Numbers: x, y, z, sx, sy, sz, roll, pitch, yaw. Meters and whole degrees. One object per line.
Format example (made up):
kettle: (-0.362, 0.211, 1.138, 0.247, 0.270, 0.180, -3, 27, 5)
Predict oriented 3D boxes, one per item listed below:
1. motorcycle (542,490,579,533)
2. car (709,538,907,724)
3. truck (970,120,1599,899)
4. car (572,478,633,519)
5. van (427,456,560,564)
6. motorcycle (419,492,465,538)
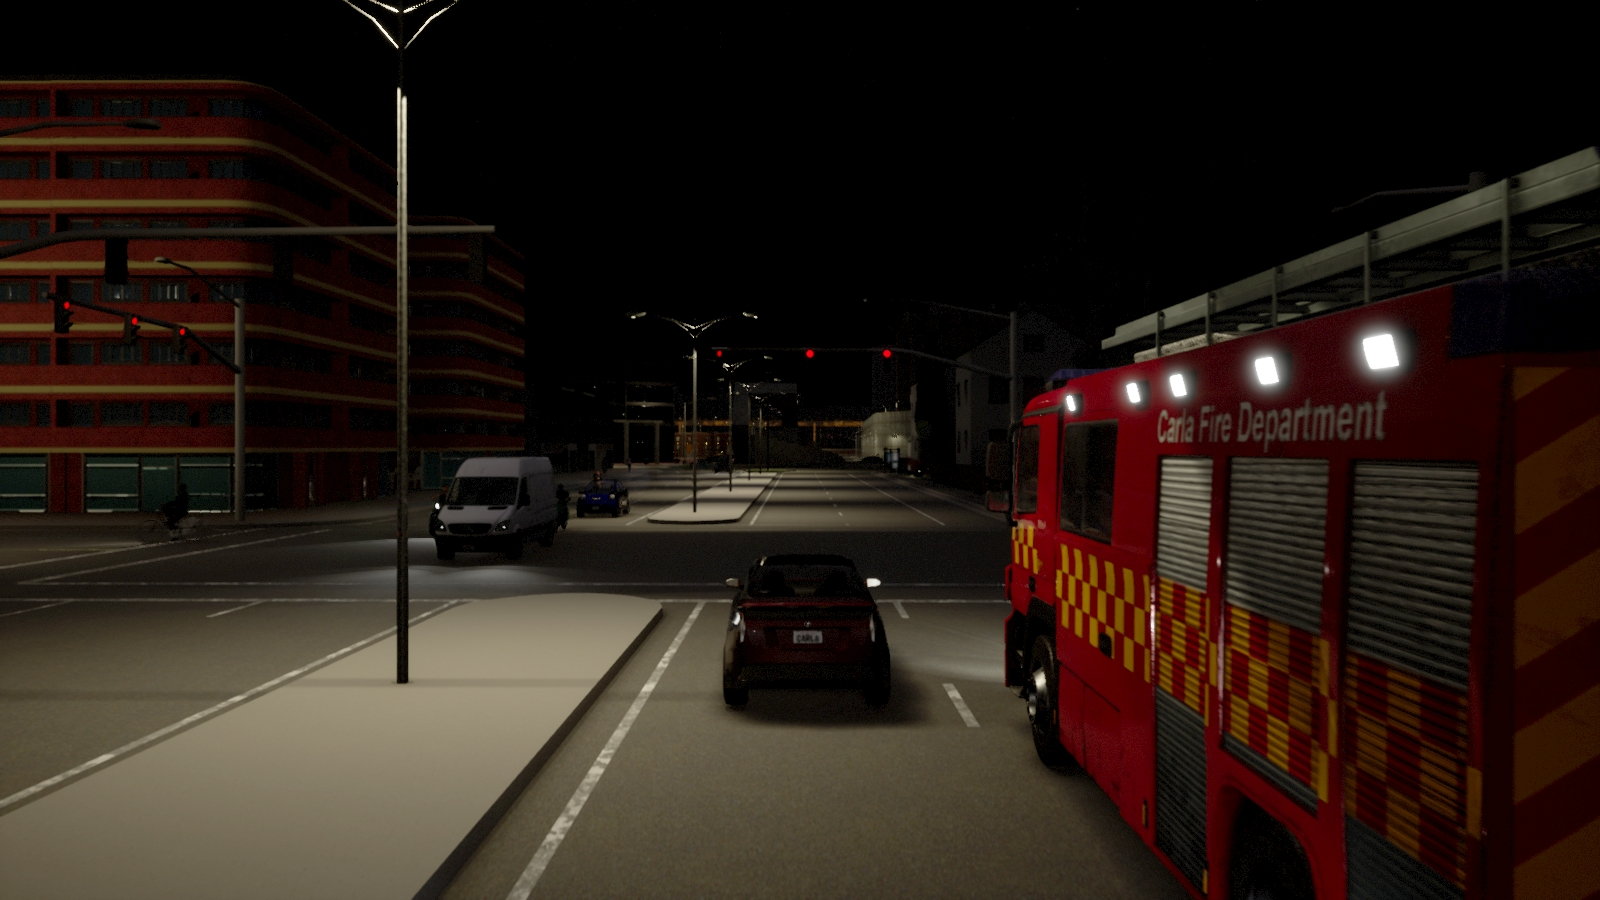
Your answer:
motorcycle: (-8.021, 2.051, 38.317, 0.856, 1.341, 1.805, 0, 0, 0)
car: (0.052, 2.010, 13.859, 2.007, 1.525, 4.514, 0, 0, -1)
truck: (3.234, 0.872, 7.819, 2.891, 3.827, 8.468, 0, 0, 0)
car: (-8.039, 1.943, 46.745, 1.845, 1.501, 3.633, 0, 0, 0)
van: (-8.035, 1.471, 30.572, 1.988, 2.561, 5.915, 0, 0, 0)
motorcycle: (-11.538, 2.067, 36.904, 0.764, 1.332, 2.356, 0, 0, 0)
